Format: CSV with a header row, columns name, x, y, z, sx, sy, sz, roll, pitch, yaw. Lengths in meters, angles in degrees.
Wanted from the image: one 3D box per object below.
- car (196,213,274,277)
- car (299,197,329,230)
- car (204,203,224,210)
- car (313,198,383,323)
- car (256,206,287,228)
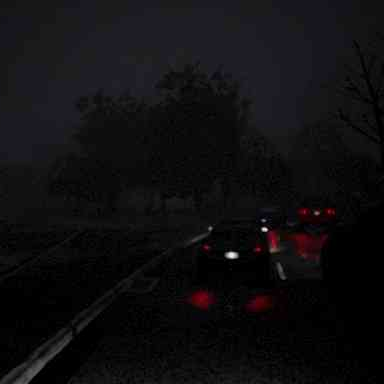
name,x,y,z,sx,sy,sz,roll,pitch,yaw
car,1.386,1.582,10.377,1.994,1.385,4.181,0,0,11
car,8.329,1.371,21.999,2.150,2.045,5.566,-1,-1,22
car,4.611,2.888,65.716,4.674,1.442,1.812,-1,-2,34
car,3.870,1.220,5.521,2.150,2.045,5.566,0,0,7
car,5.564,1.712,23.680,1.812,1.442,4.674,-1,-1,23
